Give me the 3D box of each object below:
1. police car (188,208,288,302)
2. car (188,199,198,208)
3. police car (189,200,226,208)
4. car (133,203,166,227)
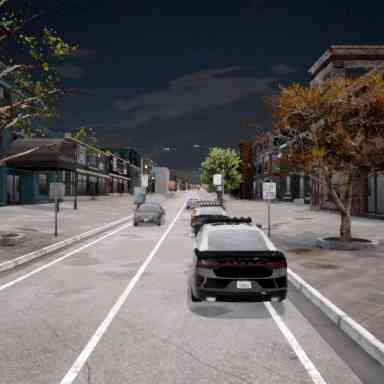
[{"bbox_3d":[0.931,1.441,8.465,1.930,1.638,5.238,0,0,0],"label":"police car"},{"bbox_3d":[0.991,1.400,24.325,2.097,1.767,4.553,0,0,0],"label":"car"},{"bbox_3d":[0.969,1.462,18.465,1.930,1.638,5.238,0,0,0],"label":"police car"},{"bbox_3d":[-2.912,1.552,23.397,1.837,1.490,4.892,0,0,0],"label":"car"}]
